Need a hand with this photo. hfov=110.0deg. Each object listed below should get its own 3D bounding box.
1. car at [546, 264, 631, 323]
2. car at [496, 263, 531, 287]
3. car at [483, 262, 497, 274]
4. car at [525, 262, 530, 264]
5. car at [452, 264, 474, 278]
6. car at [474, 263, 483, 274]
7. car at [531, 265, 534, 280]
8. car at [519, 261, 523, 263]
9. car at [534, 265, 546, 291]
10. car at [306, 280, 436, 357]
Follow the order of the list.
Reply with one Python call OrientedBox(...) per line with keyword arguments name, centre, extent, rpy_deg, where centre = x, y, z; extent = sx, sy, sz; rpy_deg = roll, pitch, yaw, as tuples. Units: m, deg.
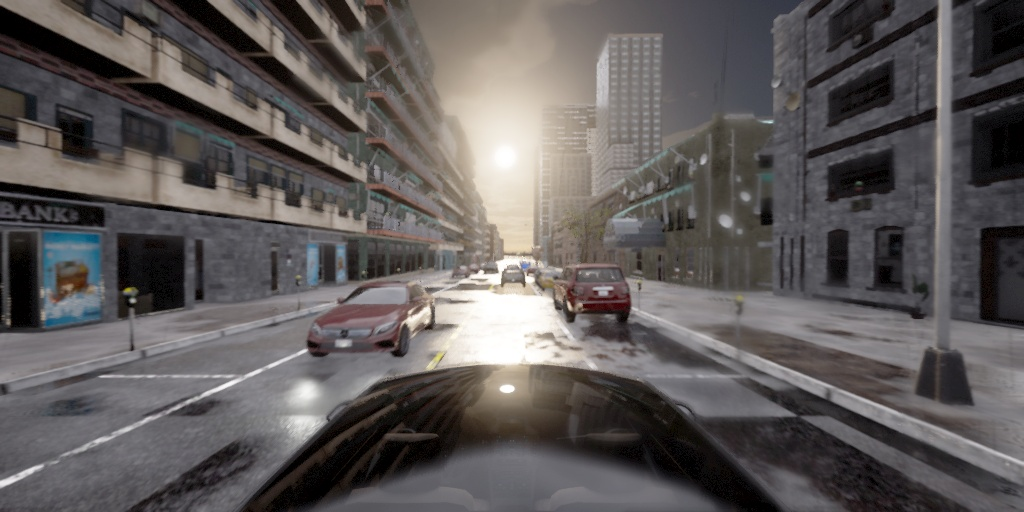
OrientedBox(name="car", centre=(2.655, 1.186, 12.741), extent=(2.192, 1.841, 5.009), rpy_deg=(0, 0, 0))
OrientedBox(name="car", centre=(0.093, 1.521, 27.386), extent=(2.128, 1.511, 4.902), rpy_deg=(0, -1, 0))
OrientedBox(name="car", centre=(-3.023, 1.644, 52.312), extent=(2.097, 1.767, 4.553), rpy_deg=(0, 0, 0))
OrientedBox(name="car", centre=(2.683, 1.812, 46.219), extent=(1.802, 1.307, 4.207), rpy_deg=(0, 0, 0))
OrientedBox(name="car", centre=(-5.697, 1.753, 40.592), extent=(1.802, 1.307, 4.207), rpy_deg=(0, 0, 0))
OrientedBox(name="car", centre=(-5.698, 1.832, 51.752), extent=(1.888, 1.381, 4.507), rpy_deg=(0, 0, 0))
OrientedBox(name="car", centre=(2.690, 1.603, 29.479), extent=(2.007, 1.370, 4.403), rpy_deg=(0, 0, 0))
OrientedBox(name="car", centre=(0.088, 1.693, 42.037), extent=(1.837, 1.490, 4.892), rpy_deg=(0, 0, 0))
OrientedBox(name="car", centre=(2.677, 1.518, 24.071), extent=(1.751, 1.417, 4.829), rpy_deg=(0, 0, 0))
OrientedBox(name="car", centre=(-3.103, 1.355, 8.889), extent=(1.812, 1.442, 4.674), rpy_deg=(0, 0, -1))
